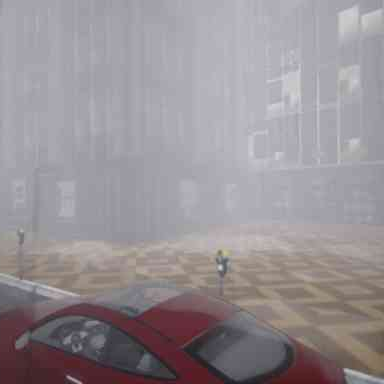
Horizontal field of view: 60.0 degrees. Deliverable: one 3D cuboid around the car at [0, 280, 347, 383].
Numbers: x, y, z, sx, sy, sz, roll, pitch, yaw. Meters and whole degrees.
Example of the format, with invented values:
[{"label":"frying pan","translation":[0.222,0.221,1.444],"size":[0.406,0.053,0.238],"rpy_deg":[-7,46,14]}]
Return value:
[{"label":"car","translation":[-0.651,1.604,3.337],"size":[4.206,1.307,1.802],"rpy_deg":[-1,0,35]}]
